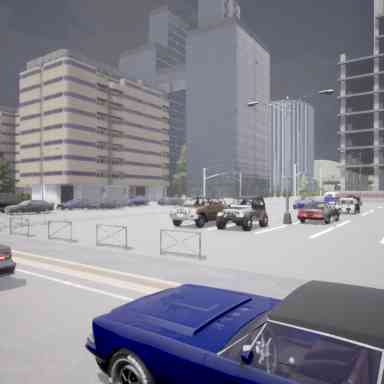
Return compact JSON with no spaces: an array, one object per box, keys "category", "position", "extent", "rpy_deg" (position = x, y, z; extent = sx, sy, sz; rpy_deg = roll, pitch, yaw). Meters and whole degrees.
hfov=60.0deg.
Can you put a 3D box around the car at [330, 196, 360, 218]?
[{"category":"car","position":[15.038,1.395,32.232],"extent":[1.970,1.475,3.806],"rpy_deg":[0,0,34]}]

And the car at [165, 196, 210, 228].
[{"category":"car","position":[0.645,1.153,20.945],"extent":[1.932,1.855,4.605],"rpy_deg":[0,0,34]}]

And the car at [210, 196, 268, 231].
[{"category":"car","position":[3.012,1.156,19.279],"extent":[1.905,1.878,3.866],"rpy_deg":[0,0,34]}]

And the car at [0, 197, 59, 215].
[{"category":"car","position":[-16.312,1.526,33.593],"extent":[1.812,1.442,4.674],"rpy_deg":[0,0,34]}]

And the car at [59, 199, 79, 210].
[{"category":"car","position":[-14.549,1.547,42.539],"extent":[2.033,1.411,5.357],"rpy_deg":[0,0,34]}]

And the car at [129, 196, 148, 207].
[{"category":"car","position":[-8.870,1.352,50.934],"extent":[2.097,1.767,4.553],"rpy_deg":[0,0,35]}]

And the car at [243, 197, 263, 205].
[{"category":"car","position":[11.358,1.601,61.948],"extent":[1.895,1.301,4.718],"rpy_deg":[0,0,35]}]

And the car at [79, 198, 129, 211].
[{"category":"car","position":[-10.931,1.547,41.637],"extent":[2.033,1.411,5.357],"rpy_deg":[0,0,34]}]

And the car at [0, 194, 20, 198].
[{"category":"car","position":[-20.259,1.222,34.031],"extent":[2.150,2.045,5.566],"rpy_deg":[0,0,34]}]

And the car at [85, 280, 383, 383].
[{"category":"car","position":[1.120,1.601,3.191],"extent":[4.718,1.301,1.895],"rpy_deg":[0,0,35]}]

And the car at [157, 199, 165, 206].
[{"category":"car","position":[-3.315,1.548,52.946],"extent":[2.033,1.411,5.357],"rpy_deg":[0,0,34]}]

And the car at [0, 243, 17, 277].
[{"category":"car","position":[-6.724,1.547,8.707],"extent":[5.357,1.411,2.033],"rpy_deg":[0,0,35]}]
